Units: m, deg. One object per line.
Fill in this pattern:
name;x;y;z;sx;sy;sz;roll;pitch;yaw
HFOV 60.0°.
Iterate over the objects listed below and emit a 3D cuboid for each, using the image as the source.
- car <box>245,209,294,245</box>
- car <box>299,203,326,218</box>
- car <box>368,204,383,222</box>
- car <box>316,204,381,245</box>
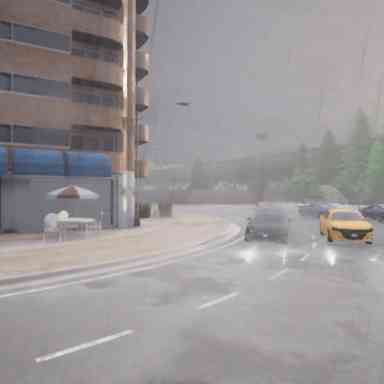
car;3.881;1.621;16.399;1.837;1.490;4.892;1;0;18
car;11.764;1.752;30.994;1.812;1.442;4.674;0;0;-10
car;15.657;1.739;27.956;1.812;1.442;4.674;0;0;-4
car;7.600;1.602;16.657;1.882;1.535;5.008;0;0;15
